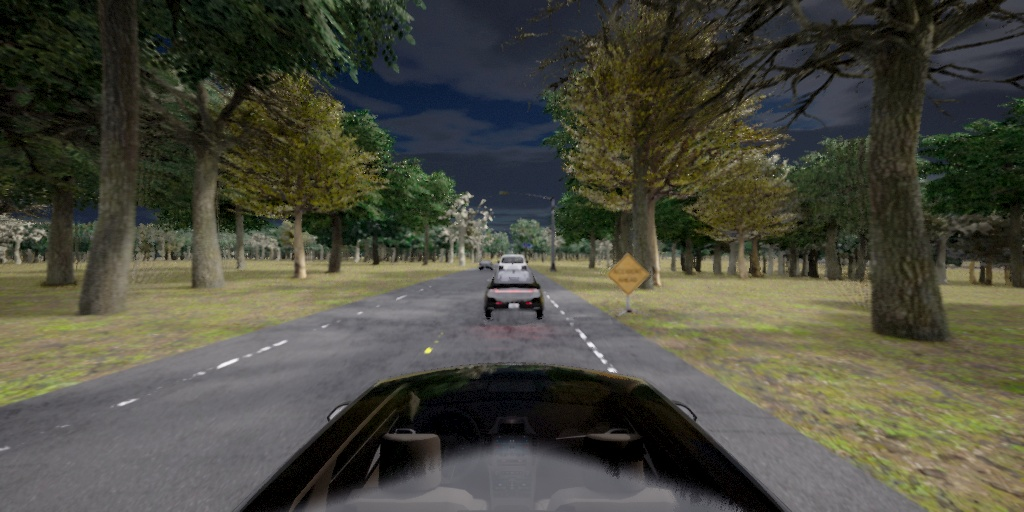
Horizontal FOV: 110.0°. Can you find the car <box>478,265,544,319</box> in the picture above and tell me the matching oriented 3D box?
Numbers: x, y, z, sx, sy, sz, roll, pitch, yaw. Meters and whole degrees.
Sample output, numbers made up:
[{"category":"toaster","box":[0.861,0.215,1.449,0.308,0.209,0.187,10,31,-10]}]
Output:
[{"category":"car","box":[0.067,1.214,12.634,2.128,1.511,4.902,0,0,0]}]

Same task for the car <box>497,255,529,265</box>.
[{"category":"car","box":[0.068,0.937,27.218,2.150,2.045,5.566,0,0,0]}]

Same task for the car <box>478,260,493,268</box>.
[{"category":"car","box":[-3.573,1.304,49.971,2.033,1.411,5.357,0,0,0]}]

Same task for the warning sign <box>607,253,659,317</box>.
[{"category":"warning sign","box":[3.552,0.841,10.953,1.300,1.860,1.060,0,0,0]}]
